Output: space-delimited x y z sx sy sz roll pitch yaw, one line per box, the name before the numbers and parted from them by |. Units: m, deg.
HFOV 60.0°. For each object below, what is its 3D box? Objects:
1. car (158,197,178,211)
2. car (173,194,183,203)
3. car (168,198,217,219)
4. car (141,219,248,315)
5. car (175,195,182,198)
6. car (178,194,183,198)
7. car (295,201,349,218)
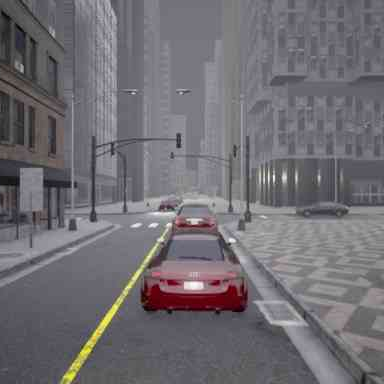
car | -3.058 1.623 41.241 1.895 1.301 4.718 0 0 0
car | -2.936 1.412 70.891 2.097 1.767 4.553 0 0 0
car | 0.193 1.355 16.611 2.097 1.767 4.553 0 0 2
car | 0.092 1.565 7.678 1.994 1.385 4.181 0 0 2
car | -3.047 1.579 50.893 2.033 1.411 5.357 0 0 0
car | -3.014 1.569 60.659 1.812 1.442 4.674 0 0 0
car | 11.770 1.542 30.272 4.674 1.442 1.812 0 0 1
